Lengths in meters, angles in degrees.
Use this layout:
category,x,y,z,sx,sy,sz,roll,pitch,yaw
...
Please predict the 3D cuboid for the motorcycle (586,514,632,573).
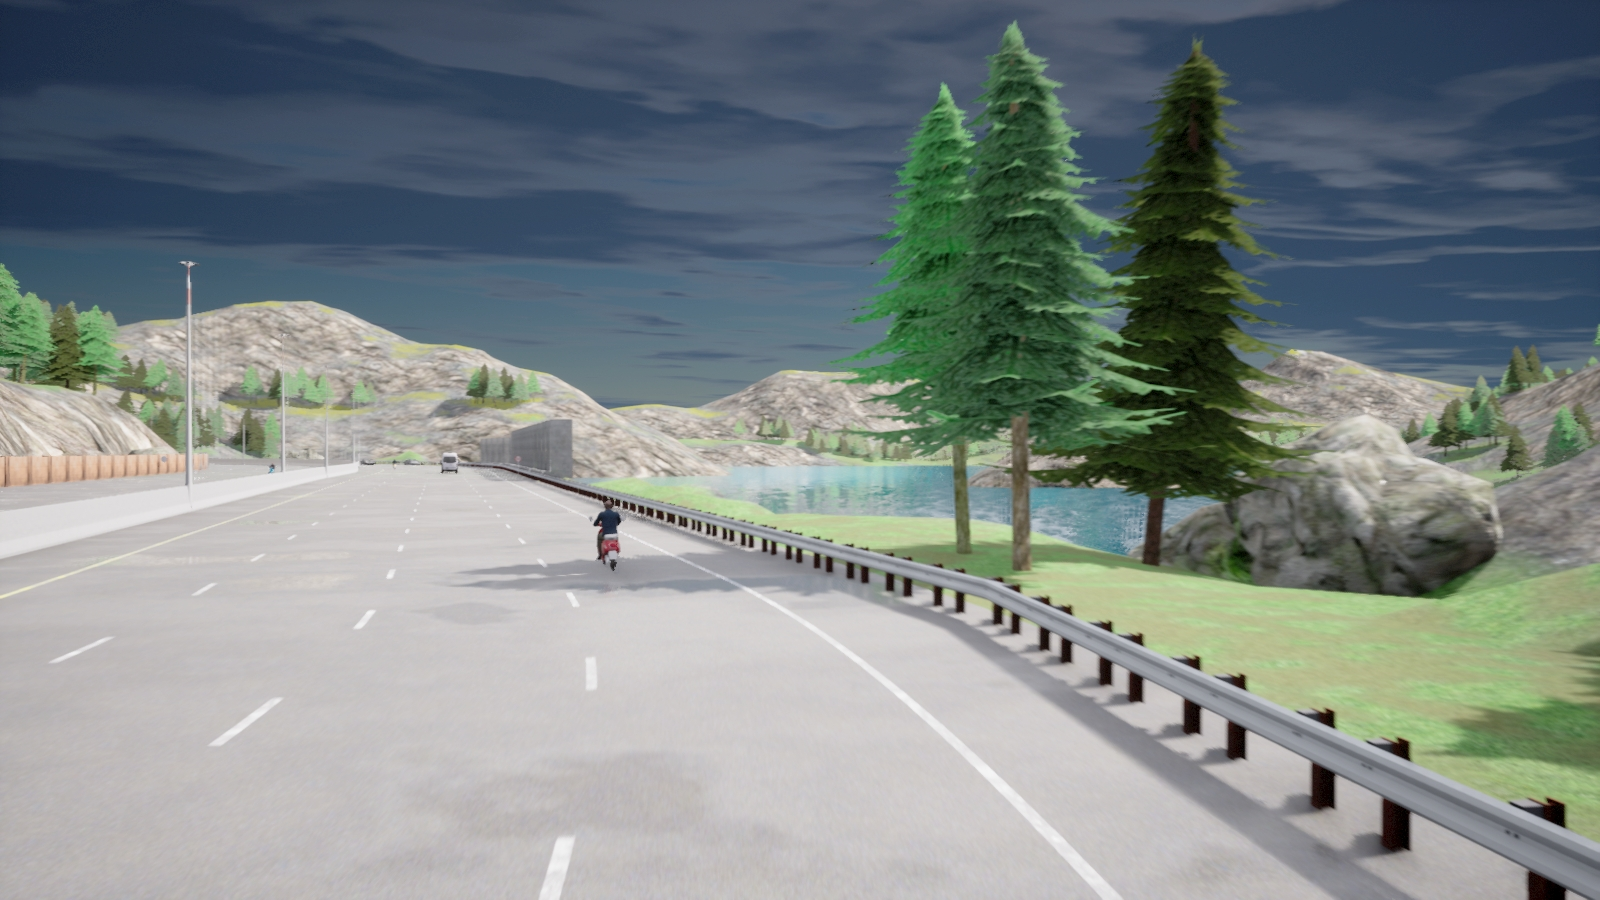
category,x,y,z,sx,sy,sz,roll,pitch,yaw
motorcycle,-4.553,2.197,27.200,0.856,1.236,1.805,-1,0,-16
